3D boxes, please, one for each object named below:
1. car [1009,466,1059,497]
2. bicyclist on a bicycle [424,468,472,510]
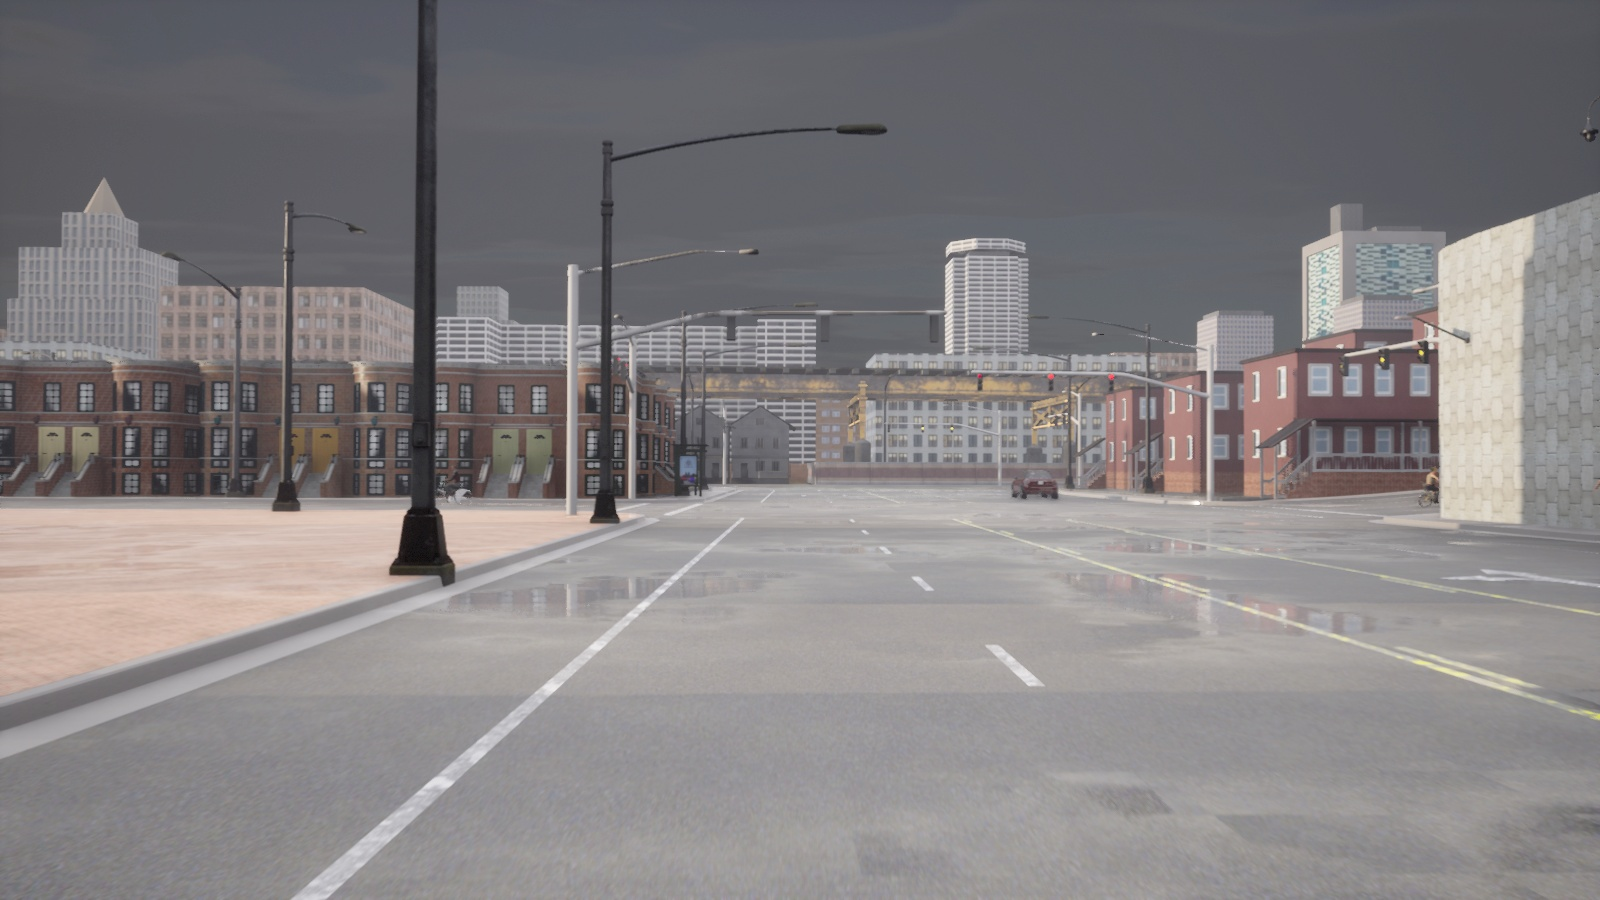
[{"bbox_3d":[13.819,1.862,74.348,2.097,1.767,4.553,0,-1,0],"label":"car"},{"bbox_3d":[-14.894,1.635,53.207,1.843,1.776,0.659,0,-1,0],"label":"bicyclist on a bicycle"}]
